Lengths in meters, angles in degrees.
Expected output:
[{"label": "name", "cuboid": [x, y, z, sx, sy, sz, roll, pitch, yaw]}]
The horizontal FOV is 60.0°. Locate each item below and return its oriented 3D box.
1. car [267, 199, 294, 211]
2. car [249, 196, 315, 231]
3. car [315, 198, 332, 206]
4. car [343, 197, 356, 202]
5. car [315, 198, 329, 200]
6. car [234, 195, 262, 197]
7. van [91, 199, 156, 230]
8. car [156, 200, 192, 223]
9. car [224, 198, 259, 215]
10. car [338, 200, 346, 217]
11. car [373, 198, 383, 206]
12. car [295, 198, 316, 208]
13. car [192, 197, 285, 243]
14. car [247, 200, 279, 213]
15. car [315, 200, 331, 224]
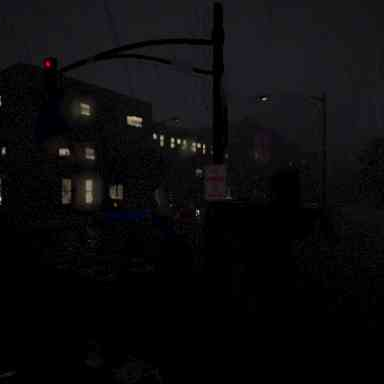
[{"label": "car", "cuboid": [11.598, 1.649, 43.529, 2.008, 1.369, 4.403, 0, 0, 35]}, {"label": "car", "cuboid": [5.641, 1.334, 20.664, 2.192, 1.841, 5.009, 0, 0, 35]}, {"label": "car", "cuboid": [24.390, 1.743, 61.546, 2.008, 1.369, 4.403, 0, 0, 35]}, {"label": "car", "cuboid": [37.182, 1.844, 79.563, 2.008, 1.369, 4.403, 0, 0, 35]}, {"label": "car", "cuboid": [17.424, 1.637, 47.091, 1.837, 1.490, 4.892, 0, -1, 36]}, {"label": "car", "cuboid": [4.685, 1.261, 29.313, 2.150, 2.045, 5.566, 0, 0, 35]}, {"label": "van", "cuboid": [-4.392, 1.339, 21.009, 1.690, 1.788, 3.998, 0, 0, 35]}, {"label": "car", "cuboid": [-1.194, 1.456, 25.512, 1.967, 1.590, 4.097, 0, 0, 35]}, {"label": "car", "cuboid": [5.203, 1.495, 34.522, 1.967, 1.590, 4.097, 0, 0, 35]}, {"label": "car", "cuboid": [12.037, 1.624, 29.671, 1.947, 1.339, 4.313, 0, 0, 35]}, {"label": "car", "cuboid": [34.423, 1.770, 61.201, 2.008, 1.369, 4.403, 0, 0, 35]}, {"label": "car", "cuboid": [17.895, 1.669, 52.398, 1.752, 1.417, 4.829, 0, 0, 35]}, {"label": "car", "cuboid": [2.443, 1.315, 16.159, 2.192, 1.841, 5.009, 0, 0, 35]}, {"label": "car", "cuboid": [8.400, 1.627, 39.024, 2.008, 1.369, 4.403, 0, 0, 35]}, {"label": "car", "cuboid": [8.839, 1.582, 25.167, 1.887, 1.381, 4.507, 0, 0, 35]}]
